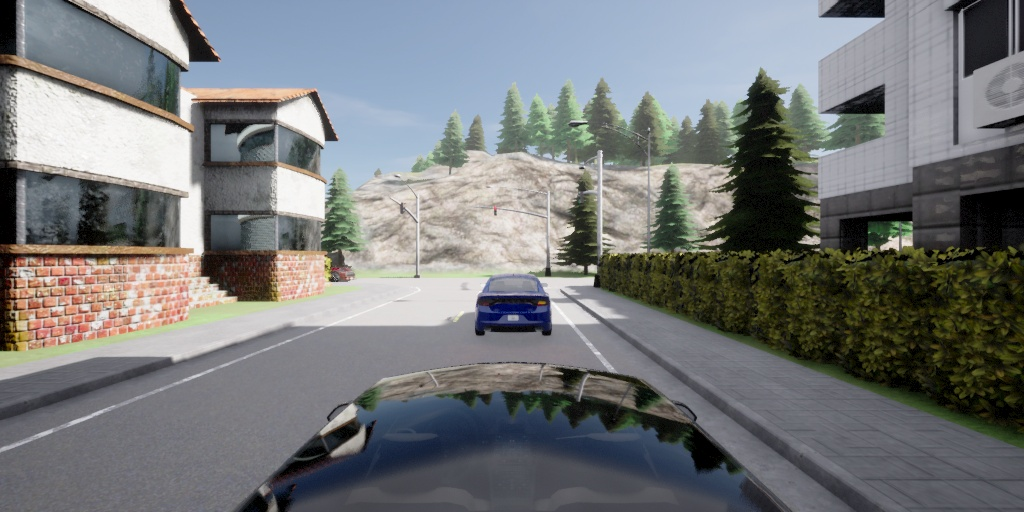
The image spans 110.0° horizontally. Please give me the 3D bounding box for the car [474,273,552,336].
[{"bbox_3d":[0.047,1.228,10.459,1.882,1.535,5.008,0,0,0],"label":"car"}]

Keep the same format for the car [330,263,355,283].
[{"bbox_3d":[-14.344,1.101,27.065,4.553,1.767,2.097,0,0,1],"label":"car"}]
